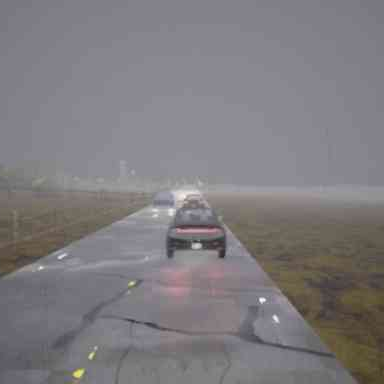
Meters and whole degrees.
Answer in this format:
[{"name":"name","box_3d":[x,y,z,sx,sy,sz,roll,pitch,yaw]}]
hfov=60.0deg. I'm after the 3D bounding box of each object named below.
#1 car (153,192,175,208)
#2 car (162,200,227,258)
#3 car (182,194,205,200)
[{"name":"car","box_3d":[-2.812,0.721,34.016,1.882,1.535,5.008,0,1,0]},{"name":"car","box_3d":[0.117,1.254,11.694,2.128,1.511,4.902,0,1,0]},{"name":"car","box_3d":[0.128,0.900,28.677,1.812,1.442,4.674,0,1,0]}]
